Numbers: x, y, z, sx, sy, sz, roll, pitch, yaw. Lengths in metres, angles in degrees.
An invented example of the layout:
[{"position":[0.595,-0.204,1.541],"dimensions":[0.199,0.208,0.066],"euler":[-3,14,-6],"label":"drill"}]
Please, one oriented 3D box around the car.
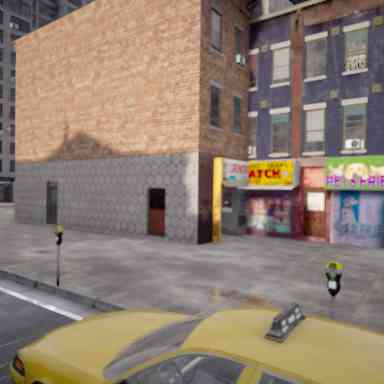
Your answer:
[{"position":[0.439,1.510,2.493],"dimensions":[4.829,1.417,1.752],"euler":[1,1,35],"label":"car"}]
